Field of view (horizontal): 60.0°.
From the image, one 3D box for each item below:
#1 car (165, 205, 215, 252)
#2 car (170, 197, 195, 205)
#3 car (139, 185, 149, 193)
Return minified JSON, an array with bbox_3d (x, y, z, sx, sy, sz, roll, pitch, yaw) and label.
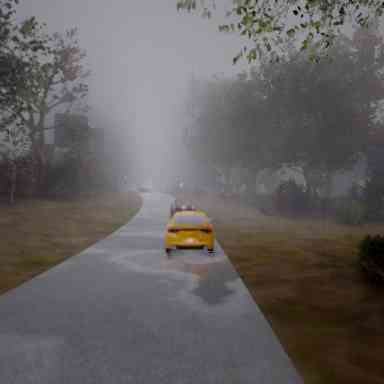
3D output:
[{"bbox_3d":[-0.115,1.578,14.495,1.882,1.535,5.008,0,0,-1],"label":"car"},{"bbox_3d":[-0.823,1.250,29.131,2.097,1.767,4.553,1,1,-4],"label":"car"},{"bbox_3d":[-10.299,-0.634,70.834,1.882,1.535,5.008,1,2,-14],"label":"car"}]
